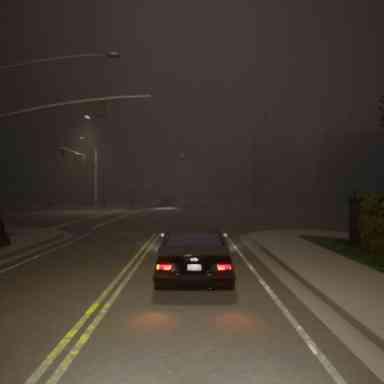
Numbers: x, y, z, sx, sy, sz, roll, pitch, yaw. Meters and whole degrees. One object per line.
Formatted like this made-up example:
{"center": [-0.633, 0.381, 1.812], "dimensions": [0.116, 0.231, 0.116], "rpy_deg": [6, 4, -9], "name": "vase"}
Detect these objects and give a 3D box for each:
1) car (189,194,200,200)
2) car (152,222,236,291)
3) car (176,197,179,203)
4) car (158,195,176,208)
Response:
{"center": [0.542, 1.263, 79.074], "dimensions": [2.033, 1.411, 5.357], "rpy_deg": [0, 0, 12], "name": "car"}
{"center": [0.051, 1.517, 9.044], "dimensions": [2.033, 1.411, 5.357], "rpy_deg": [0, 0, 0], "name": "car"}
{"center": [-3.688, 1.314, 63.473], "dimensions": [1.812, 1.442, 4.674], "rpy_deg": [0, 0, 0], "name": "car"}
{"center": [-3.648, 1.412, 46.174], "dimensions": [1.994, 1.385, 4.181], "rpy_deg": [0, 0, -2], "name": "car"}
